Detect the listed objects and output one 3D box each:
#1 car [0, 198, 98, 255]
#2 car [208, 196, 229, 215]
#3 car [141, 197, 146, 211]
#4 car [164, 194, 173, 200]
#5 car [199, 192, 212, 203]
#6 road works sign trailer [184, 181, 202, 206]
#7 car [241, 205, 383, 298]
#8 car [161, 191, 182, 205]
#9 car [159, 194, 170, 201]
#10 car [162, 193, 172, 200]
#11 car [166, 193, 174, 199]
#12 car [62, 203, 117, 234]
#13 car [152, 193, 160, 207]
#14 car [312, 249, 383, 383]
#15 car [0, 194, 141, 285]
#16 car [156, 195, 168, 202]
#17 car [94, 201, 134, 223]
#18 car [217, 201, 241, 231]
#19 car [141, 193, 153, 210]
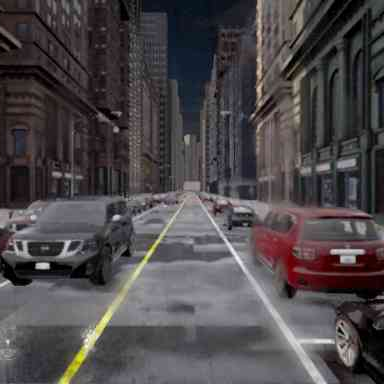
[{"bbox_3d":[-5.754,1.234,13.895,2.192,1.841,5.009,0,0,0],"label":"car"},{"bbox_3d":[2.775,1.368,30.705,1.887,1.381,4.507,0,0,0],"label":"car"},{"bbox_3d":[-5.750,1.389,30.702,1.947,1.339,4.313,0,0,0],"label":"car"},{"bbox_3d":[-5.734,1.084,81.117,1.887,1.381,4.507,0,0,0],"label":"car"},{"bbox_3d":[2.784,1.105,58.714,1.967,1.590,4.097,0,0,0],"label":"car"},{"bbox_3d":[0.015,0.192,47.390,2.380,3.560,2.880,0,0,0],"label":"road works sign trailer"},{"bbox_3d":[2.769,1.267,8.295,2.192,1.841,5.009,0,0,0],"label":"car"},{"bbox_3d":[-3.062,1.064,50.326,2.097,1.767,4.553,0,0,0],"label":"car"},{"bbox_3d":[-5.738,1.128,69.744,1.752,1.417,4.829,0,0,0],"label":"car"},{"bbox_3d":[-5.736,1.011,75.515,1.967,1.590,4.097,0,0,0],"label":"car"},{"bbox_3d":[-5.733,1.053,86.719,1.887,1.381,4.507,0,0,0],"label":"car"},{"bbox_3d":[-5.753,1.413,19.329,1.752,1.417,4.829,0,0,0],"label":"car"},{"bbox_3d":[-5.746,1.074,41.904,2.192,1.841,5.009,0,0,0],"label":"car"},{"bbox_3d":[2.767,1.550,2.694,1.947,1.339,4.313,0,0,0],"label":"car"},{"bbox_3d":[-3.096,1.164,9.662,2.150,2.045,5.566,0,0,0],"label":"car"},{"bbox_3d":[-5.740,1.215,64.312,1.802,1.307,4.206,0,0,0],"label":"car"},{"bbox_3d":[-5.752,1.405,25.100,2.008,1.369,4.403,0,0,0],"label":"car"},{"bbox_3d":[2.772,1.438,19.500,2.008,1.369,4.403,0,0,0],"label":"car"},{"bbox_3d":[-5.748,1.231,36.303,1.967,1.590,4.097,0,0,0],"label":"car"}]
